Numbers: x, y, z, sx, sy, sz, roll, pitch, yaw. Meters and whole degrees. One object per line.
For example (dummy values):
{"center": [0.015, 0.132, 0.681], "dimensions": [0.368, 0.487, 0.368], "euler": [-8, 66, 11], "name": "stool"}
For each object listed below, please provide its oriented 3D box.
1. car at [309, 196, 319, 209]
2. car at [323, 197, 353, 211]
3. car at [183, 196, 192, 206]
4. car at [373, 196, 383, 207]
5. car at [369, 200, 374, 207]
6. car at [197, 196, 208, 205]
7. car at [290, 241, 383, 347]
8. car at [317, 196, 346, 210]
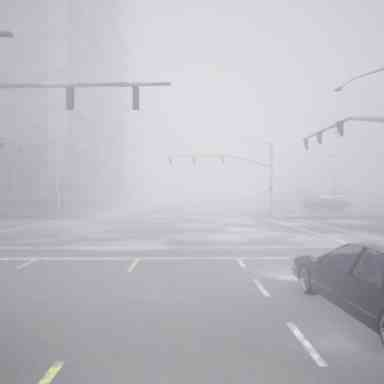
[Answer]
{"center": [24.365, 1.723, 60.613], "dimensions": [4.605, 1.855, 1.932], "euler": [0, 0, 0], "name": "car"}
{"center": [24.431, 1.917, 55.033], "dimensions": [3.806, 1.475, 1.970], "euler": [0, 0, 0], "name": "car"}
{"center": [-1.025, 2.148, 71.424], "dimensions": [2.033, 1.411, 5.357], "euler": [0, 0, -1], "name": "car"}
{"center": [39.410, 1.765, 66.207], "dimensions": [4.605, 1.855, 1.932], "euler": [0, 0, 0], "name": "car"}
{"center": [39.466, 2.000, 69.102], "dimensions": [3.905, 1.438, 1.784], "euler": [0, 0, 0], "name": "car"}
{"center": [2.470, 2.136, 71.876], "dimensions": [1.812, 1.442, 4.674], "euler": [0, 0, -1], "name": "car"}
{"center": [3.531, 1.598, 5.922], "dimensions": [2.033, 1.411, 5.357], "euler": [0, -1, -4], "name": "car"}
{"center": [24.423, 1.910, 57.928], "dimensions": [3.905, 1.438, 1.784], "euler": [0, 0, 0], "name": "car"}
